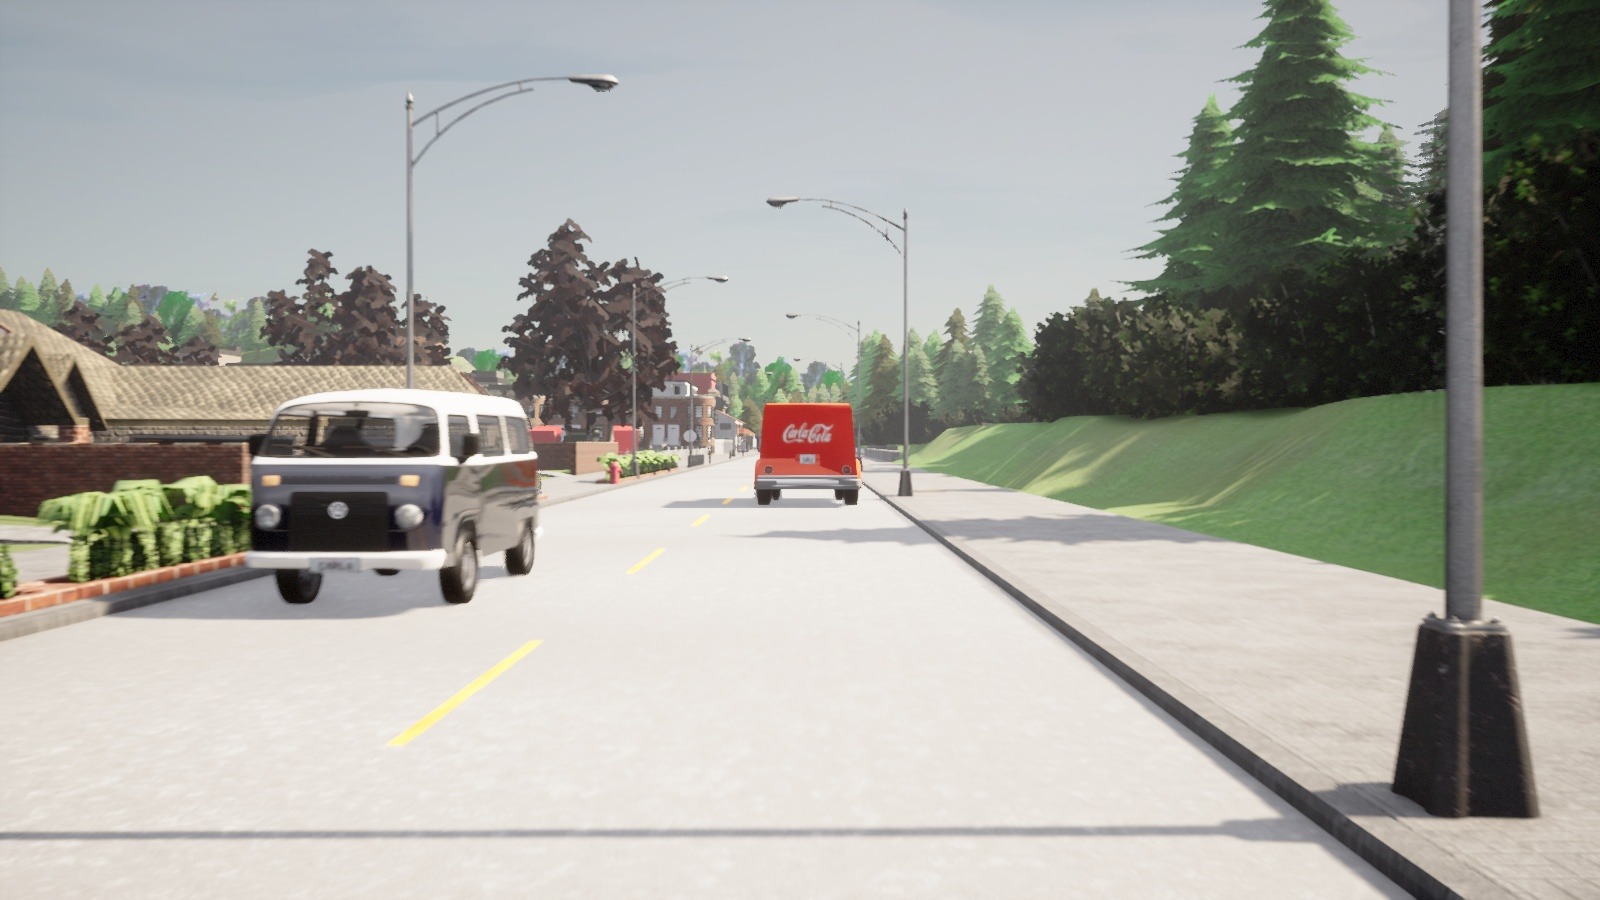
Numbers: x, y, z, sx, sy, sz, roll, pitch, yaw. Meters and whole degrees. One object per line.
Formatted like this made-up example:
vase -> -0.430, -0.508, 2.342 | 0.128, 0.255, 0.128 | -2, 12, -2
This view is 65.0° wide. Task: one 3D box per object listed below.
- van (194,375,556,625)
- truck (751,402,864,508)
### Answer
van -> -3.913, 0.397, 12.516 | 2.069, 2.038, 4.480 | 0, 0, 0
truck -> 0.194, 0.085, 31.828 | 2.627, 2.467, 5.204 | 0, 1, 0
